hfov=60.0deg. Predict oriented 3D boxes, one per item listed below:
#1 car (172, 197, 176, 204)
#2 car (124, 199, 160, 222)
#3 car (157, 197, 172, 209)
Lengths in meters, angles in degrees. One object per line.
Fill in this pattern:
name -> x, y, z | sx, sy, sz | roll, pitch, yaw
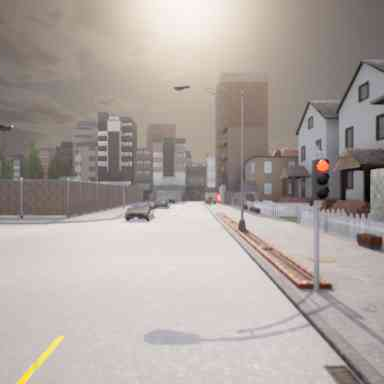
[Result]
car -> -4.031, 1.618, 62.860 | 1.895, 1.301, 4.718 | 0, 0, 0
car -> -4.112, 1.545, 27.004 | 2.033, 1.411, 5.357 | 0, 0, 0
car -> -4.115, 1.500, 45.414 | 1.837, 1.490, 4.892 | 0, 0, 0
